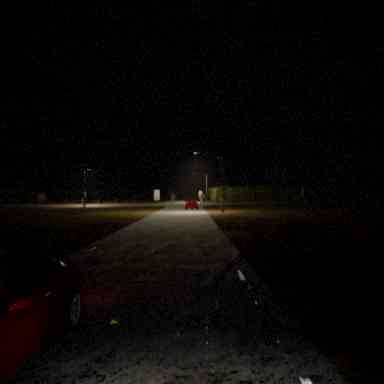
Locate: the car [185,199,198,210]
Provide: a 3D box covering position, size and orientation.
[{"bbox_3d":[-0.027,1.863,50.196,1.882,1.535,5.008,0,0,0],"label":"car"}]

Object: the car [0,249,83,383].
[{"bbox_3d":[-2.844,1.570,4.292,1.812,1.442,4.674,0,0,0],"label":"car"}]
